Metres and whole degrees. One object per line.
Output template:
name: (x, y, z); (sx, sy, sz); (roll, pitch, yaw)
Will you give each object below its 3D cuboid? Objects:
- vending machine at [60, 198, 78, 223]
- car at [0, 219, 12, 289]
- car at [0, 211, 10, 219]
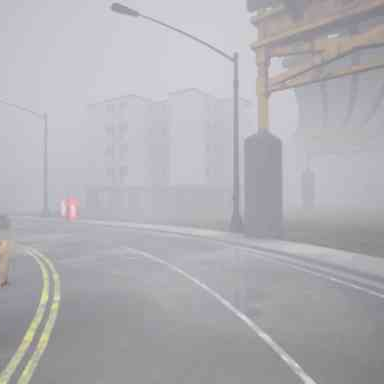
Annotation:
vending machine: (-10.619, 1.534, 28.755); (0.880, 2.100, 1.100); (-1, -1, 35)
car: (-4.907, 1.563, 6.708); (1.882, 1.535, 5.008); (1, -1, -23)
car: (-13.803, 1.798, 22.023); (4.674, 1.442, 1.812); (-1, -1, 36)
